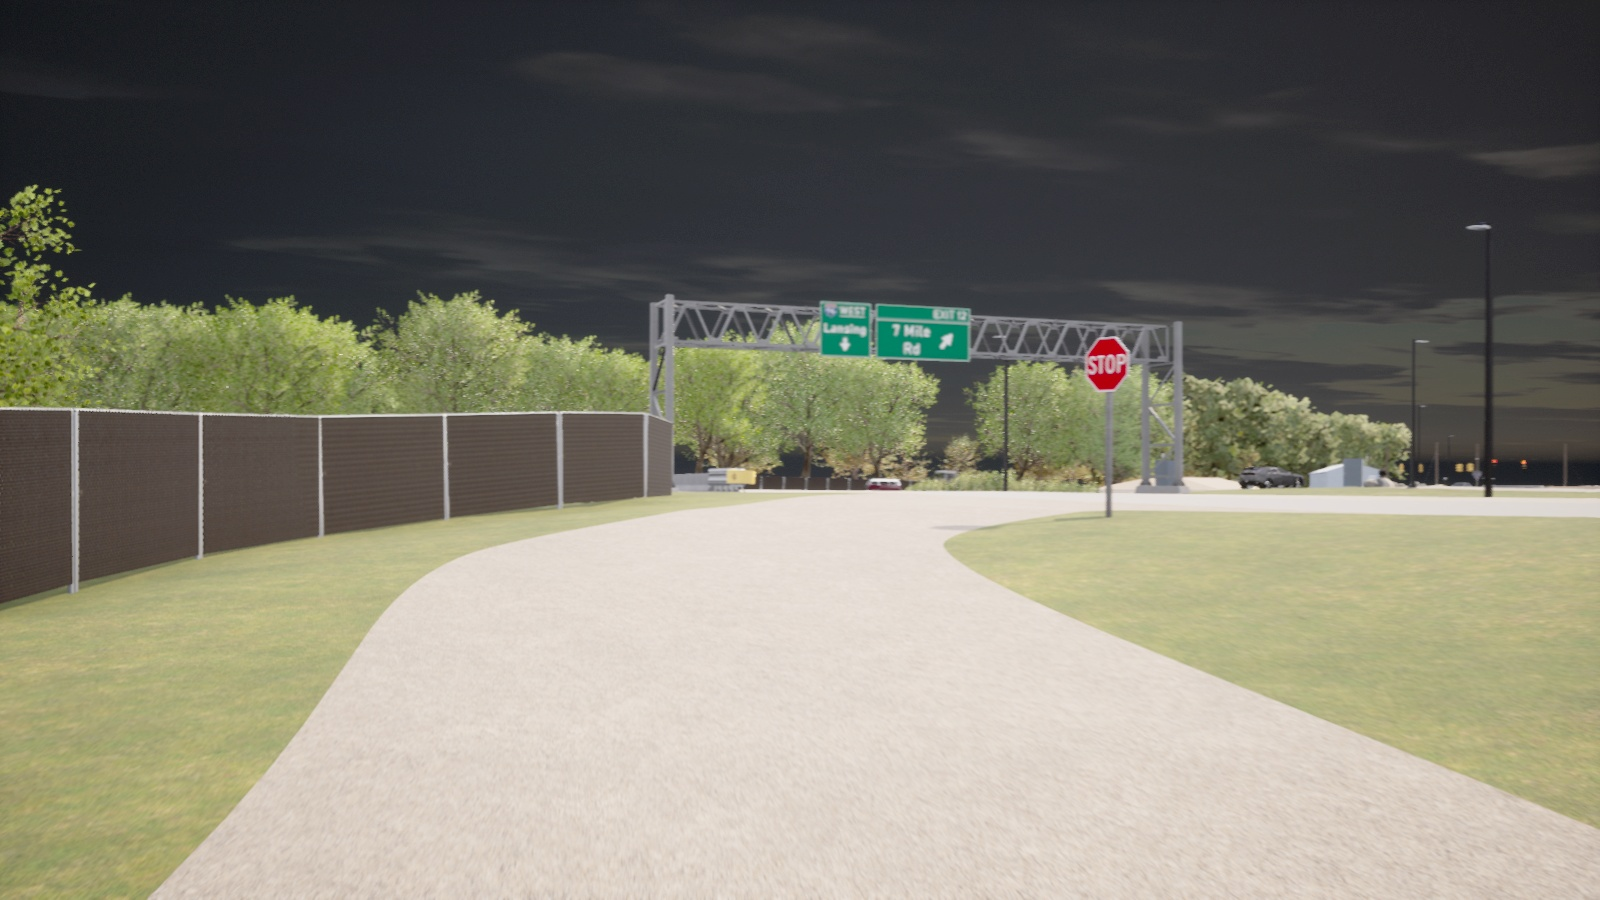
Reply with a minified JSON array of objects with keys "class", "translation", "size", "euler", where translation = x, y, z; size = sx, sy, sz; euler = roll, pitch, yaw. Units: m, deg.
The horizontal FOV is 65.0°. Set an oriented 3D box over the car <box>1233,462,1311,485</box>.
[{"class":"car","translation":[32.553,1.628,86.611],"size":[4.902,1.511,2.128],"euler":[0,-3,-26]}]
